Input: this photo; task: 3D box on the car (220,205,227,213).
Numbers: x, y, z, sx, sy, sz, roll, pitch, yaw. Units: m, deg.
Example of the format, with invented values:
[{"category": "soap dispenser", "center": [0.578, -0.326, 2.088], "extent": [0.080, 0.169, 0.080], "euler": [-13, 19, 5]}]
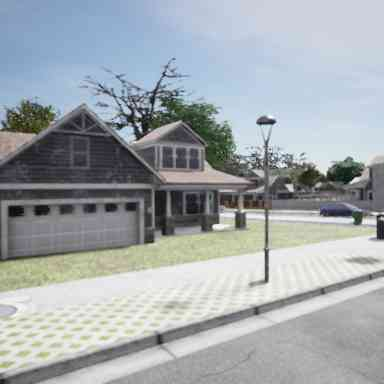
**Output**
[{"category": "car", "center": [2.808, 2.079, 46.683], "extent": [2.097, 1.767, 4.553], "euler": [-1, -1, -37]}]

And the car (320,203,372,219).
[{"category": "car", "center": [14.203, 1.760, 30.937], "extent": [1.812, 1.442, 4.674], "euler": [-1, -1, -35]}]
